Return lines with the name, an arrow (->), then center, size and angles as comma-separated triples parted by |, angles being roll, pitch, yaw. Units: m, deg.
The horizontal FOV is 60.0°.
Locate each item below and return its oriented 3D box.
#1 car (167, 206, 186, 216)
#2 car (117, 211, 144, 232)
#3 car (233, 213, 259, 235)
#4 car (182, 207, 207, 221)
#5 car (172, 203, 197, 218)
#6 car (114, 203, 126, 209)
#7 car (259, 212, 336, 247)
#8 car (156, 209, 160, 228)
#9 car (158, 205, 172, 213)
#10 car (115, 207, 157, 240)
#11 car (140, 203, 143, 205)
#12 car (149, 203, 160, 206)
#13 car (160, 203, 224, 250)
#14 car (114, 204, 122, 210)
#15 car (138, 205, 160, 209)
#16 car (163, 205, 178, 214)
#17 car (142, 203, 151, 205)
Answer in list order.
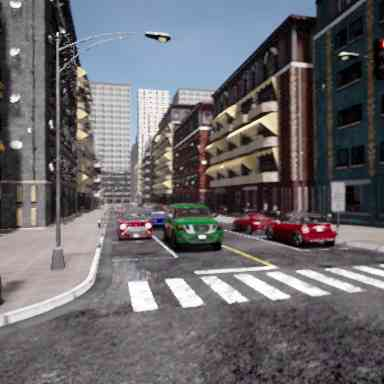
car -> -2.352, 2.755, 49.391 | 2.008, 1.369, 4.403 | -1, -1, -13
car -> -4.860, 2.260, 25.956 | 1.802, 1.307, 4.206 | -1, -1, -13
car -> 4.091, 2.071, 22.414 | 1.802, 1.307, 4.206 | -1, -1, -13
car -> 0.224, 2.484, 38.599 | 1.947, 1.339, 4.313 | -1, -1, -13
car -> -1.070, 2.377, 44.000 | 2.192, 1.841, 5.009 | -1, -1, -13
car -> -12.590, 2.975, 58.334 | 1.967, 1.590, 4.097 | -1, -1, -13
car -> 5.380, 1.786, 17.022 | 1.967, 1.590, 4.097 | -1, -1, -13
car -> -2.463, 2.266, 26.586 | 1.895, 1.301, 4.718 | 0, -1, -13
car -> -4.927, 3.071, 60.182 | 1.802, 1.307, 4.206 | -1, -1, -13
car -> -3.576, 1.975, 20.563 | 1.967, 1.590, 4.097 | -1, -1, -13
car -> -12.694, 3.871, 92.722 | 1.752, 1.417, 4.829 | -1, -1, -13
car -> -5.125, 2.787, 50.425 | 1.812, 1.442, 4.674 | 0, -1, -13
car -> -0.116, 1.627, 16.818 | 2.150, 2.045, 5.566 | 0, -1, -12
car -> -18.987, 3.766, 85.145 | 1.752, 1.417, 4.829 | -1, -1, -13
car -> -4.781, 2.487, 36.319 | 1.994, 1.385, 4.181 | 0, -1, -14
car -> -3.639, 2.929, 54.786 | 1.802, 1.307, 4.206 | -1, -1, -13
car -> -7.438, 3.118, 60.111 | 1.895, 1.301, 4.718 | 0, -1, -13
